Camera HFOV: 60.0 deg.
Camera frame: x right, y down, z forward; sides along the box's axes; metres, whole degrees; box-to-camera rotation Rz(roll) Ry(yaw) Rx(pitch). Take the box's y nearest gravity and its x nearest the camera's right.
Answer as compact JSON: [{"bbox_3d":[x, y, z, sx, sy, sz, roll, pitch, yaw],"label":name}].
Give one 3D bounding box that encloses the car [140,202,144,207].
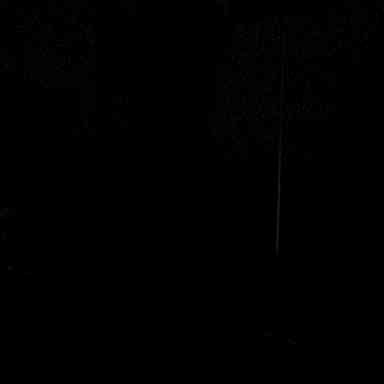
[{"bbox_3d":[-10.360,1.999,59.113,1.895,1.301,4.718,2,-2,20],"label":"car"}]
